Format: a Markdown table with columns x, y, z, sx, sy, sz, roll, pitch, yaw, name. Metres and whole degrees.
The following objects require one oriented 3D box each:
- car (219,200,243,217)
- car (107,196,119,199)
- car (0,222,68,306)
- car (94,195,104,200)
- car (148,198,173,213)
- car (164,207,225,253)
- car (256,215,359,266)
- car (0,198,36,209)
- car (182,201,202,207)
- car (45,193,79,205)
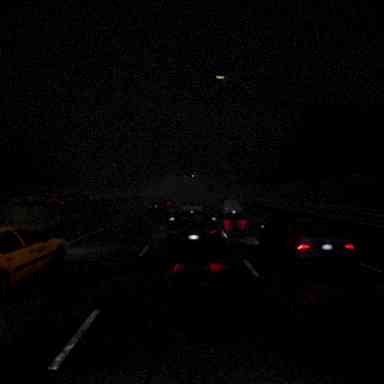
| x | y | z | sx | sy | sz | roll | pitch | yaw | name |
| --- | --- | --- | --- | --- | --- | --- | --- | --- | --- |
| 3.486 | 1.450 | 30.062 | 1.812 | 1.442 | 4.674 | 0 | 0 | 0 | car |
| -17.794 | 1.554 | 75.526 | 1.895 | 1.301 | 4.718 | 0 | 0 | 0 | car |
| -4.577 | 1.426 | 7.773 | 1.801 | 1.575 | 5.366 | 0 | 0 | 0 | car |
| -21.298 | 1.330 | 76.361 | 1.812 | 1.442 | 4.674 | 0 | 0 | 0 | car |
| -3.563 | 1.472 | 35.739 | 2.033 | 1.411 | 5.357 | 0 | 0 | 0 | car |
| 0.051 | 1.516 | 13.392 | 1.994 | 1.385 | 4.181 | 0 | 0 | 0 | car |
| 3.560 | 1.502 | 11.292 | 2.033 | 1.411 | 5.357 | 0 | 0 | 0 | car |
| -17.726 | 1.460 | 34.203 | 1.812 | 1.442 | 4.674 | 0 | 0 | 0 | car |
| -0.020 | 1.526 | 31.457 | 1.895 | 1.301 | 4.718 | 0 | 0 | 0 | car |
| -14.237 | 1.152 | 36.843 | 2.150 | 2.045 | 5.566 | 0 | 0 | 0 | car |
